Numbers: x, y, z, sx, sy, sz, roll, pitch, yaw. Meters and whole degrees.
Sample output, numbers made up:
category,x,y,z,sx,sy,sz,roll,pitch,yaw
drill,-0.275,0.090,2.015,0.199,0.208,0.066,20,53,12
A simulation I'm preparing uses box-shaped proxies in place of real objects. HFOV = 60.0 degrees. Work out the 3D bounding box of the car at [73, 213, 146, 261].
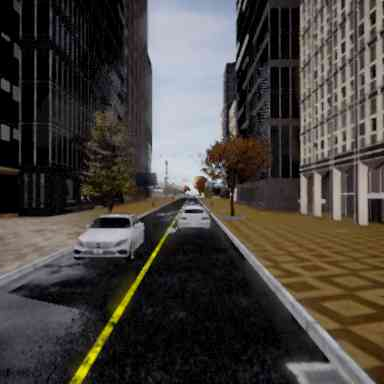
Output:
category,x,y,z,sx,sy,sz,roll,pitch,yaw
car,-2.841,1.531,12.396,1.812,1.442,4.674,0,0,0

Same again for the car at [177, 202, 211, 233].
category,x,y,z,sx,sy,sz,roll,pitch,yaw
car,0.113,1.534,19.589,1.812,1.442,4.674,0,0,0
